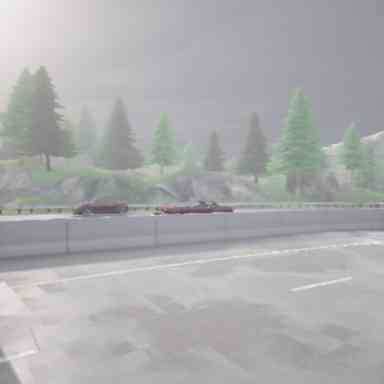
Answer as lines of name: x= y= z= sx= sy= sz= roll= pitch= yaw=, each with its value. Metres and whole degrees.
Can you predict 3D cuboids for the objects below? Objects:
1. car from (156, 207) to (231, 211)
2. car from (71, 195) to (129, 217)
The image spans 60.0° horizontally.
car: x=0.082 y=1.078 z=20.233 sx=4.718 sy=1.301 sz=1.895 roll=0 pitch=1 yaw=-27
car: x=-7.669 y=1.072 z=27.889 sx=4.553 sy=1.767 sz=2.097 roll=0 pitch=1 yaw=-30
